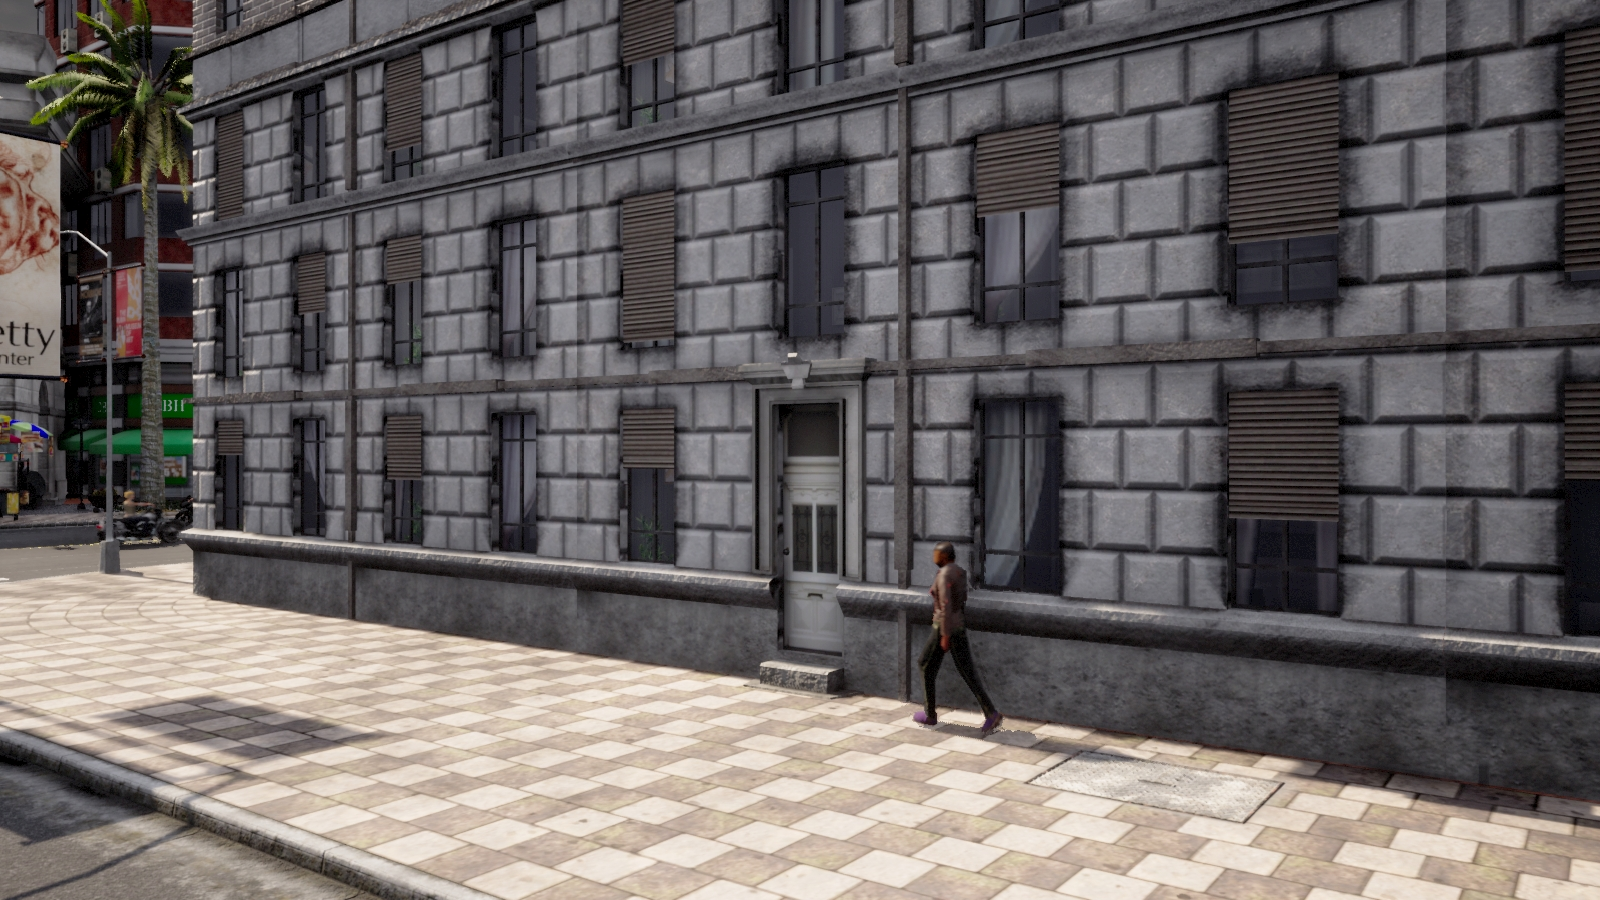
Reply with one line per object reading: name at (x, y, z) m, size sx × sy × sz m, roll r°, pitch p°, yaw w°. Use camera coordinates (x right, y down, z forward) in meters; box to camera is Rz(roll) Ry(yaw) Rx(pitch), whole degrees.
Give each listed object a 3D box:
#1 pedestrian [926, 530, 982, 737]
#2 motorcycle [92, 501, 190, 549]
pedestrian at (1.446, 1.696, 10.718) m, size 0.375 × 1.860 × 0.375 m, roll 0°, pitch 0°, yaw 40°
motorcycle at (-19.243, 2.170, 33.410) m, size 0.764 × 1.277 × 2.356 m, roll 0°, pitch 0°, yaw 36°
